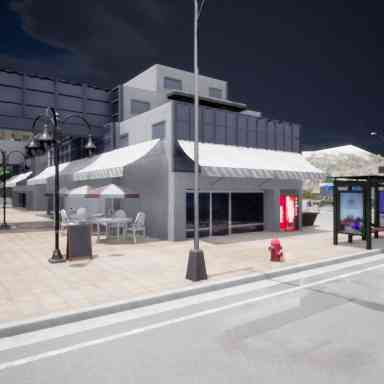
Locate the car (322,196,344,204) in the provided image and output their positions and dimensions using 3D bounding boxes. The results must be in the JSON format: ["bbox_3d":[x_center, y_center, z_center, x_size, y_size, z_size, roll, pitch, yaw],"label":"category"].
[{"bbox_3d":[28.397,1.490,66.892,4.514,1.523,2.007,0,0,-36],"label":"car"}]

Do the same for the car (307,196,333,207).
[{"bbox_3d":[19.116,1.345,48.778,5.027,1.636,2.152,0,0,-36],"label":"car"}]
